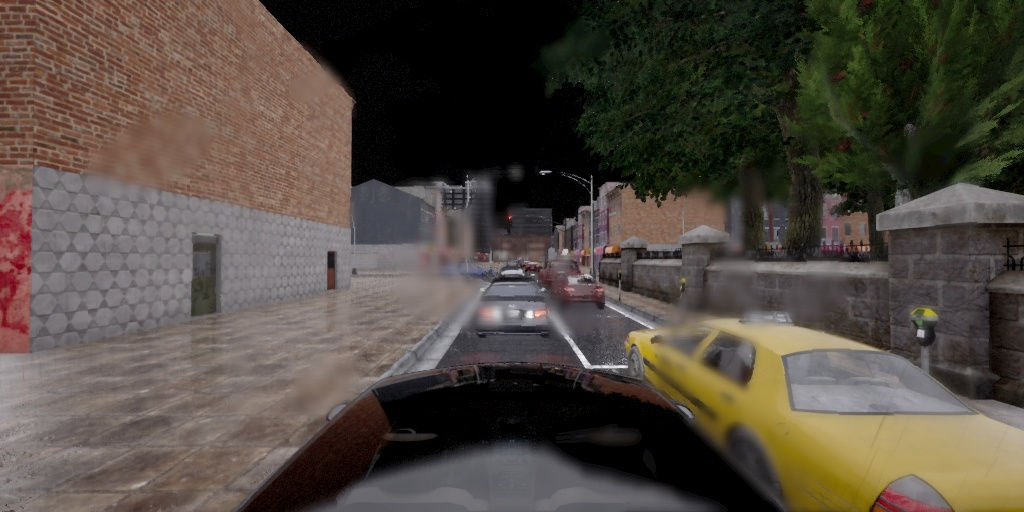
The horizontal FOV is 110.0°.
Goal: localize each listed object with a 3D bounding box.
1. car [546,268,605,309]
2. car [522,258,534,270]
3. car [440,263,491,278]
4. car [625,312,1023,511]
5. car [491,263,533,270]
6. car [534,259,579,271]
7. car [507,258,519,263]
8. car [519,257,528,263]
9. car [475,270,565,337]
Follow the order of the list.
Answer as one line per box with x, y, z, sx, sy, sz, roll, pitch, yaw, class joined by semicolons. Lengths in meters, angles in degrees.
2.633;1.338;14.723;1.802;1.307;4.207;0;0;0;car
2.613;1.357;46.601;1.888;1.381;4.507;0;0;0;car
-3.836;1.327;32.918;5.357;1.411;2.033;1;0;-16;car
2.639;1.276;3.995;1.751;1.417;4.829;0;0;0;car
0.015;1.288;19.953;1.812;1.442;4.674;0;0;1;car
2.629;1.077;20.172;2.192;1.841;5.009;0;0;0;car
0.066;1.351;63.126;2.128;1.511;4.902;0;0;0;car
2.603;1.404;62.913;1.888;1.381;4.507;0;0;0;car
0.063;1.300;10.241;2.033;1.411;5.357;0;0;0;car
